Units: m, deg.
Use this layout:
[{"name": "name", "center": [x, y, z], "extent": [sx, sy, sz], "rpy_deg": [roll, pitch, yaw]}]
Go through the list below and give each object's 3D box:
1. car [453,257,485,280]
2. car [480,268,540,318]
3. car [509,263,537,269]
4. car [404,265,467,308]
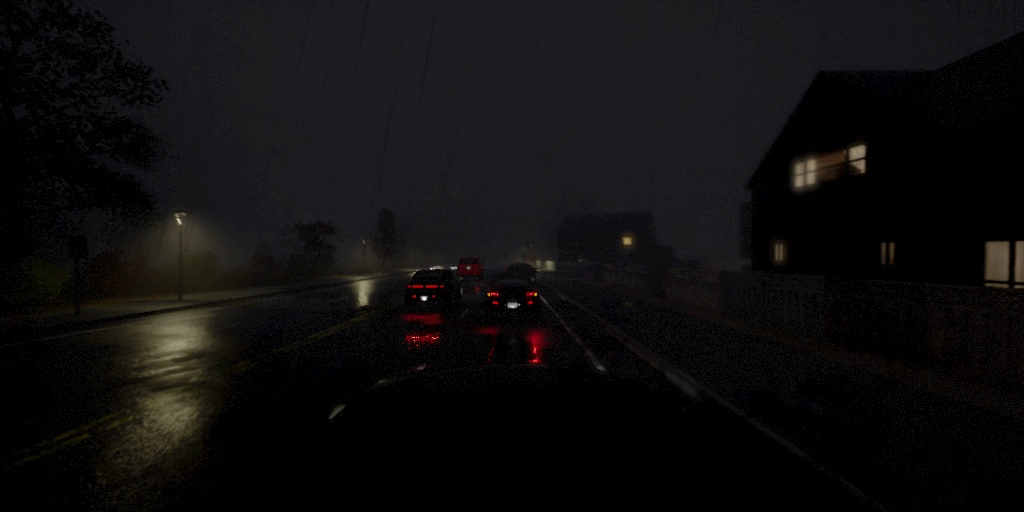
[{"name": "car", "center": [-3.705, 1.107, 32.662], "extent": [2.150, 2.045, 5.566], "rpy_deg": [0, 0, -2]}, {"name": "car", "center": [-0.005, 1.327, 13.102], "extent": [1.812, 1.442, 4.674], "rpy_deg": [0, 0, -1]}, {"name": "car", "center": [0.948, 1.381, 30.945], "extent": [1.837, 1.490, 4.892], "rpy_deg": [-2, -1, 20]}, {"name": "car", "center": [-3.295, 1.319, 15.712], "extent": [1.837, 1.490, 4.892], "rpy_deg": [0, 0, -1]}]
